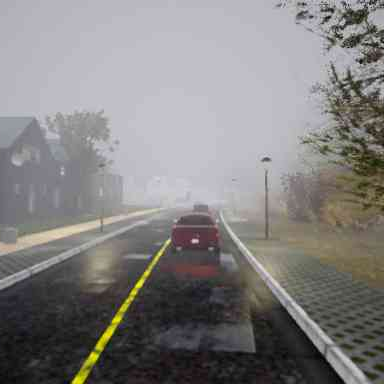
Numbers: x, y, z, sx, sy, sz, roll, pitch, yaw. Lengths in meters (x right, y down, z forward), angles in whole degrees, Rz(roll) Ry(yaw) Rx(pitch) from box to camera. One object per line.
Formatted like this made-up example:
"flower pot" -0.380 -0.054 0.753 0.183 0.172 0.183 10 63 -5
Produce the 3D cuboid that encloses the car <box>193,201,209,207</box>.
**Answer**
"car" 0.803 1.819 29.189 1.837 1.490 4.892 0 0 3

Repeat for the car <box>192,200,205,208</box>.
"car" 1.328 2.369 64.896 1.994 1.385 4.181 0 -1 8

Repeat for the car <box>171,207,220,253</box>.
"car" 0.184 1.626 14.410 1.882 1.535 5.008 0 0 2
